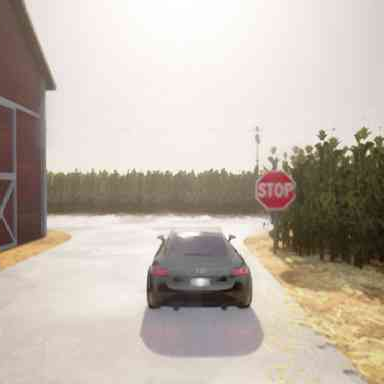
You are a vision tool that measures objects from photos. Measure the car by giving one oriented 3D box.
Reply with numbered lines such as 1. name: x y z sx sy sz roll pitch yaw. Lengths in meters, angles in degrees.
1. car: 0.110 1.473 7.671 1.994 1.385 4.181 0 1 -1
